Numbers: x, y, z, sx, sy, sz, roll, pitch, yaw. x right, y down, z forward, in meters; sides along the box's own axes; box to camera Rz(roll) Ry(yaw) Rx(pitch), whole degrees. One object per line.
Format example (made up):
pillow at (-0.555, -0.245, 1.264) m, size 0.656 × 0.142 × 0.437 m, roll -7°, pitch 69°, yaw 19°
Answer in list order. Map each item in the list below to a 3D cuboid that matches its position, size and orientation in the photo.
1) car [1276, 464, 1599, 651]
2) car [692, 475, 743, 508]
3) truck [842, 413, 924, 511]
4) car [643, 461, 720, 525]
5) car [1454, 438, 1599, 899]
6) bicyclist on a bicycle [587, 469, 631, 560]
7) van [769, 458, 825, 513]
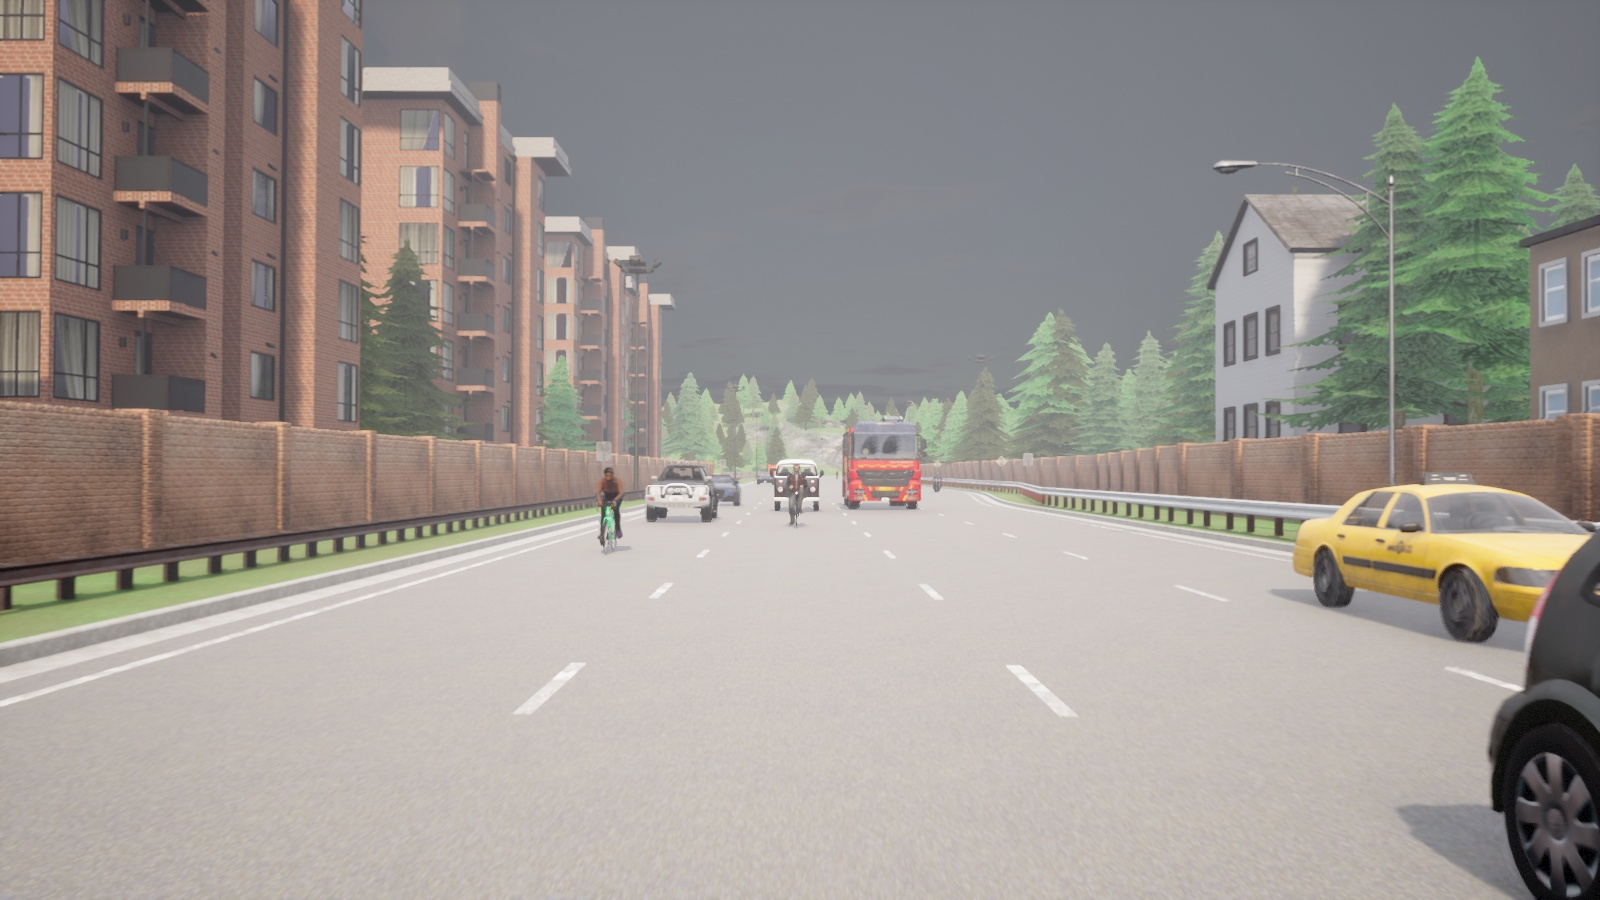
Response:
car at (6.968, 0.948, 13.299) m, size 1.801 × 1.575 × 5.366 m, roll 0°, pitch -1°, yaw 0°
car at (-3.634, 1.829, 55.887) m, size 1.994 × 1.385 × 4.181 m, roll 0°, pitch -1°, yaw 0°
truck at (3.367, 0.528, 53.246) m, size 2.891 × 3.827 × 8.468 m, roll 0°, pitch -1°, yaw 0°
car at (-3.594, 1.294, 38.753) m, size 1.932 × 1.855 × 4.605 m, roll 0°, pitch -1°, yaw 0°
car at (3.492, 0.747, 2.906) m, size 1.851 × 1.617 × 3.988 m, roll 0°, pitch -1°, yaw 0°
bicyclist on a bicycle at (-3.557, 1.174, 23.468) m, size 0.582 × 1.620 × 1.656 m, roll 0°, pitch -1°, yaw 0°
van at (-0.119, 1.360, 49.158) m, size 2.069 × 2.038 × 4.480 m, roll 0°, pitch -1°, yaw 0°
